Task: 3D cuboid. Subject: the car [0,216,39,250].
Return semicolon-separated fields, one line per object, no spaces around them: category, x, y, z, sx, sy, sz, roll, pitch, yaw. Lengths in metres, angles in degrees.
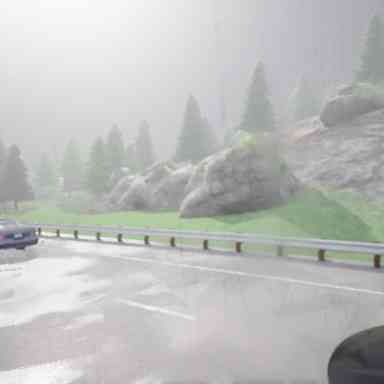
car;-8.605;1.698;13.663;5.357;1.411;2.033;-1;0;31

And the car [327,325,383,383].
car;3.279;1.449;1.568;5.008;1.535;1.882;-1;0;36
